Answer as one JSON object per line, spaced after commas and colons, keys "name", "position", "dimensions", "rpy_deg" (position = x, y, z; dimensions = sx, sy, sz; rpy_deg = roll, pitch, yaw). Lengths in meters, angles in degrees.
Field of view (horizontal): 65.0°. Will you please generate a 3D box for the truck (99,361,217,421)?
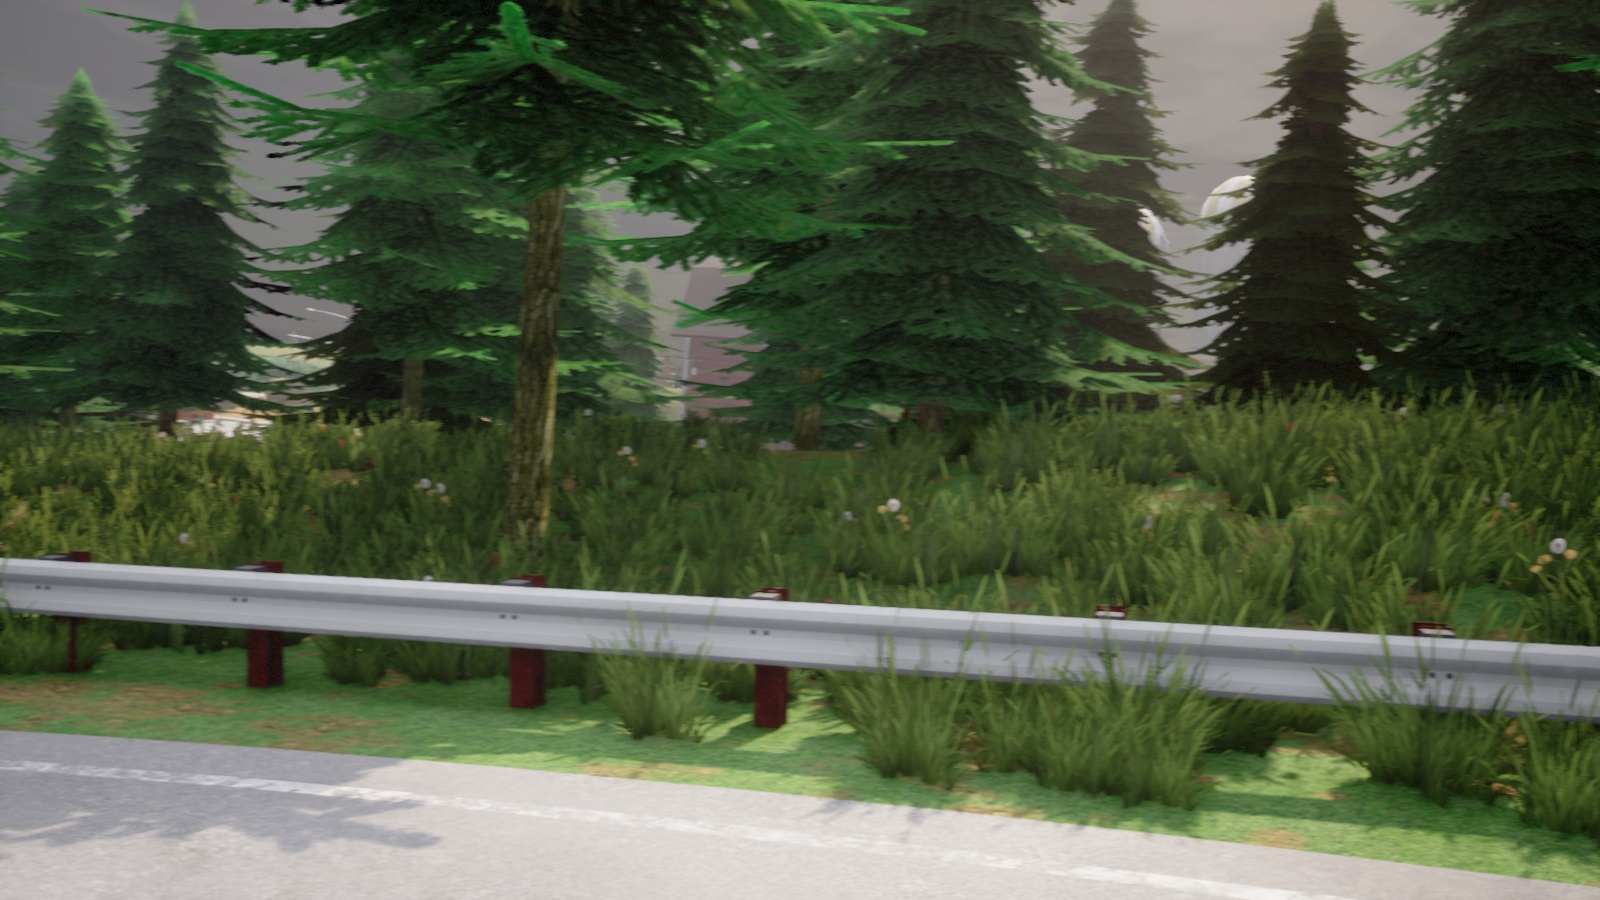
{"name": "truck", "position": [-44.535, -4.087, 87.078], "dimensions": [7.936, 3.462, 2.891], "rpy_deg": [6, 3, 25]}
